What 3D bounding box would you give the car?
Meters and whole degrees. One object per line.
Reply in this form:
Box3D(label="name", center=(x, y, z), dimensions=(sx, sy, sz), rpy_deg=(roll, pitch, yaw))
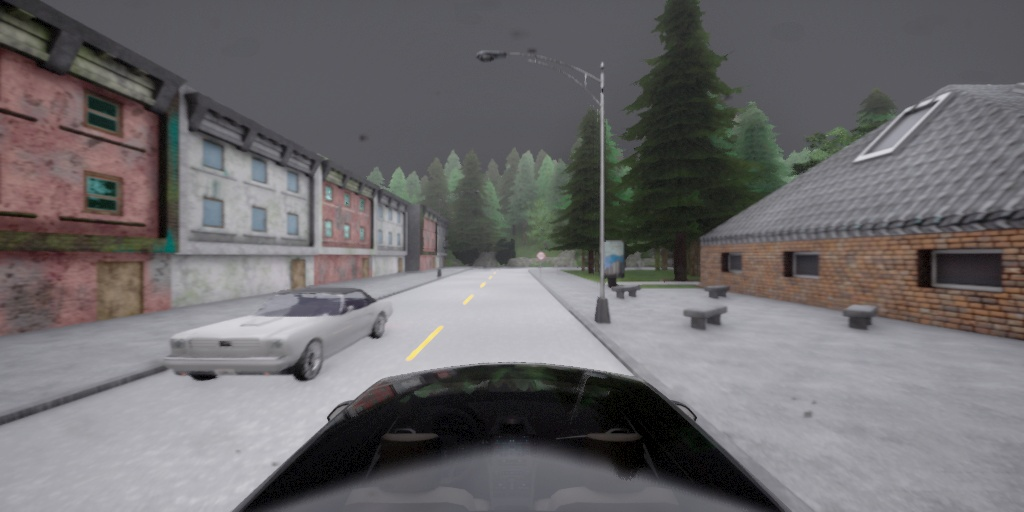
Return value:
Box3D(label="car", center=(-4.088, 1.349, 7.327), dimensions=(1.895, 1.301, 4.718), rpy_deg=(0, 0, 0))
